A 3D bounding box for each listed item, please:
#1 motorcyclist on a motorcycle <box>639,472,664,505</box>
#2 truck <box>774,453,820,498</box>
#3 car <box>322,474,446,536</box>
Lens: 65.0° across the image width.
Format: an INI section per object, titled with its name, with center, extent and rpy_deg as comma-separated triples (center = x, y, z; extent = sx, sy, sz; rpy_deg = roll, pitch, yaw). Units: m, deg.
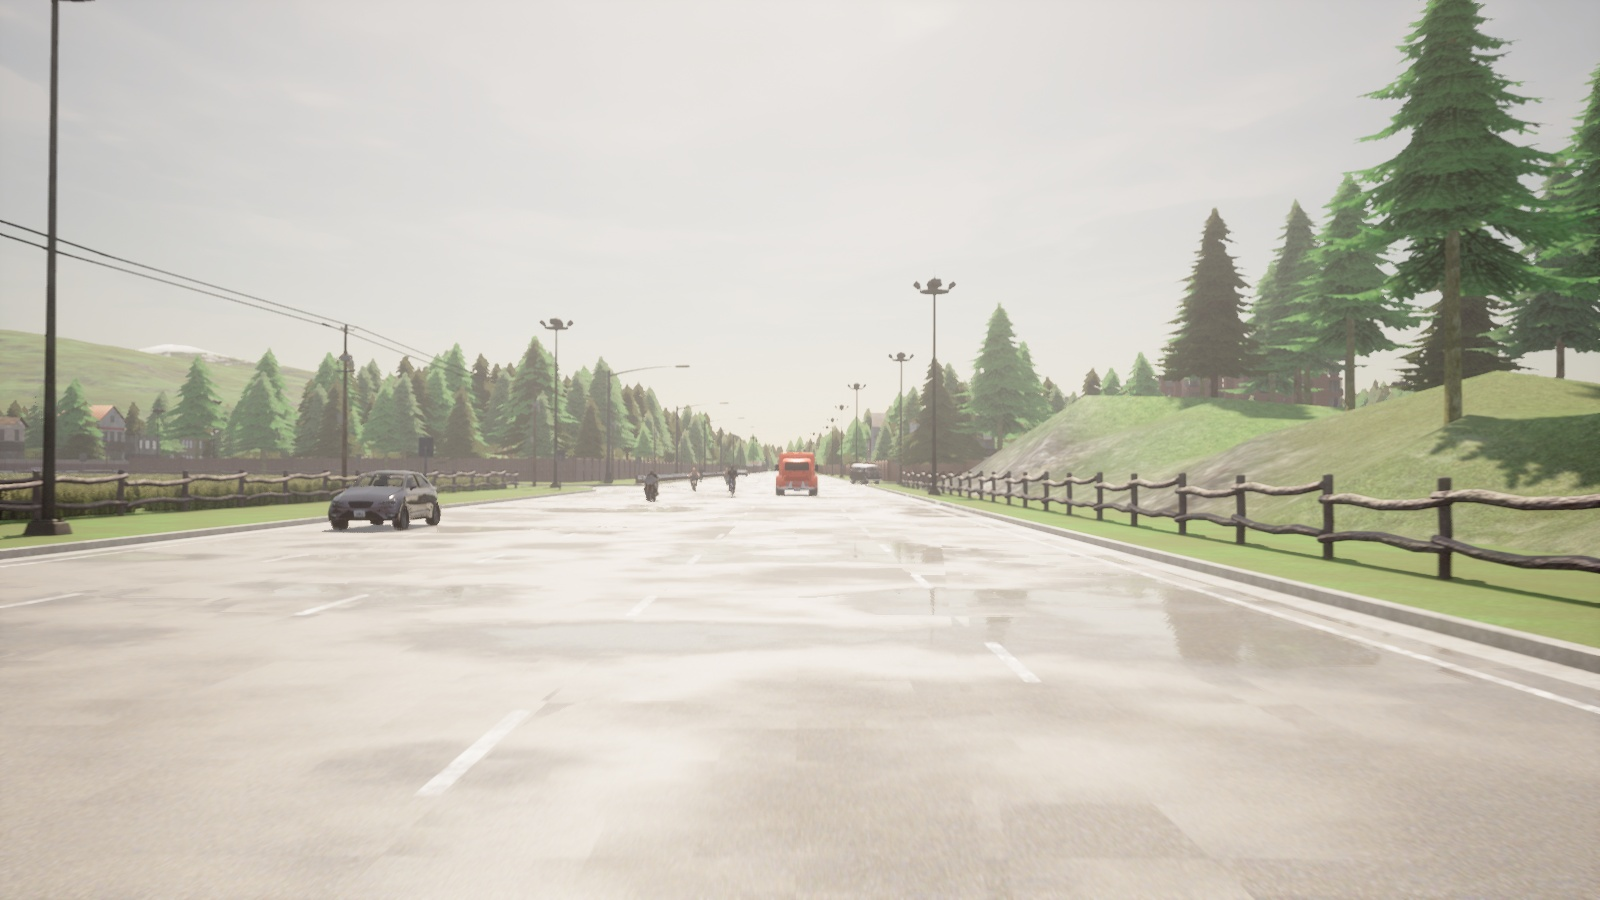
[motorcyclist on a motorcycle]
center = -6.999, 1.793, 59.335
extent = 0.866, 1.530, 2.191
rpy_deg = -1, -1, 2
[truck]
center = -0.182, 1.456, 74.456
extent = 2.627, 2.467, 5.204
rpy_deg = 0, 1, 0
[car]
center = -10.577, 1.367, 32.259
extent = 1.816, 1.474, 4.193
rpy_deg = 0, -1, 0
